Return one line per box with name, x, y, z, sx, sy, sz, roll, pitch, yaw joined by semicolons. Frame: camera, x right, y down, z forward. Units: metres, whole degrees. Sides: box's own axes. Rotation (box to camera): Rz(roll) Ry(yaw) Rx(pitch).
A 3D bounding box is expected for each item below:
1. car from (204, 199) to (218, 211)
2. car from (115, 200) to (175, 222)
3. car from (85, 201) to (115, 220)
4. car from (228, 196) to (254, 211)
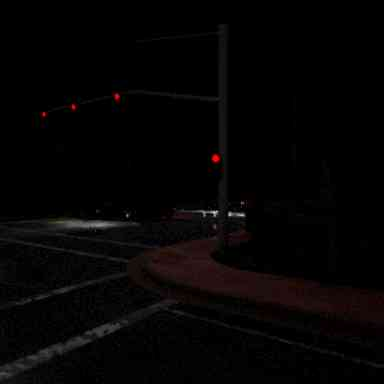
car;3.339;1.561;41.889;1.812;1.442;4.674;0;0;35
car;-3.360;1.482;26.609;2.128;1.511;4.902;0;0;36
car;-6.642;1.470;28.036;1.882;1.535;5.008;0;0;36
car;6.207;1.267;39.883;2.097;1.767;4.553;0;0;35
